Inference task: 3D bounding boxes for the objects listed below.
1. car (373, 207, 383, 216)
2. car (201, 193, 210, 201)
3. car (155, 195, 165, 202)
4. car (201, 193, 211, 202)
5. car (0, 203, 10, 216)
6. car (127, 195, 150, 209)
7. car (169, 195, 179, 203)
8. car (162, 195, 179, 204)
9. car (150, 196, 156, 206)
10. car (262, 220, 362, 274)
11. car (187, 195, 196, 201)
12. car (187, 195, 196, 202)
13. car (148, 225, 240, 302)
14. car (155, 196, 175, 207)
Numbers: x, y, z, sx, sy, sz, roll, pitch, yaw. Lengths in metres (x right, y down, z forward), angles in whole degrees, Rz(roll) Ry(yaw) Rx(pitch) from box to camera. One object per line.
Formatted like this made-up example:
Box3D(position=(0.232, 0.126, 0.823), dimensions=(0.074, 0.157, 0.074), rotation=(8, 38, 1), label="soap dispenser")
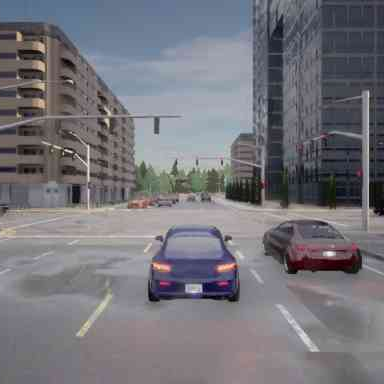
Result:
Box3D(position=(19.449, 1.656, 30.750), dimensions=(4.718, 1.301, 1.895), rotation=(0, 0, 0), label="car")
Box3D(position=(3.432, 1.225, 87.869), dimensions=(2.150, 2.045, 5.566), rotation=(0, 0, 1), label="car")
Box3D(position=(-7.204, 1.470, 74.988), dimensions=(1.882, 1.535, 5.008), rotation=(0, 0, 1), label="car")
Box3D(position=(3.325, 1.355, 77.706), dimensions=(2.097, 1.767, 4.553), rotation=(0, 0, 1), label="car")
Box3D(position=(-19.536, 1.547, 30.805), dimensions=(4.902, 1.511, 2.128), rotation=(0, 0, 0), label="car")
Box3D(position=(-7.483, 1.352, 45.657), dimensions=(2.097, 1.767, 4.553), rotation=(0, 0, 0), label="car")
Box3D(position=(-3.751, 1.478, 70.461), dimensions=(1.882, 1.535, 5.008), rotation=(0, 0, 1), label="car")
Box3D(position=(-3.929, 1.601, 60.110), dimensions=(1.895, 1.301, 4.718), rotation=(0, 0, 1), label="car")
Box3D(position=(-7.489, 1.352, 54.266), dimensions=(2.097, 1.767, 4.553), rotation=(0, 0, 0), label="car")
Box3D(position=(3.552, 1.564, 10.563), dimensions=(1.994, 1.385, 4.181), rotation=(0, 0, 0), label="car")
Box3D(position=(-0.069, 1.525, 87.841), dimensions=(2.128, 1.511, 4.902), rotation=(0, 0, 1), label="car")
Box3D(position=(-0.176, 1.540, 77.497), dimensions=(2.033, 1.411, 5.357), rotation=(0, 0, 1), label="car")
Box3D(position=(0.044, 1.526, 8.139), dimensions=(1.812, 1.442, 4.674), rotation=(0, 0, 0), label="car")
Box3D(position=(-4.006, 1.601, 50.057), dimensions=(1.895, 1.301, 4.718), rotation=(0, 0, 0), label="car")
